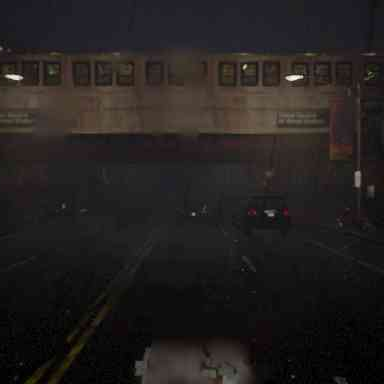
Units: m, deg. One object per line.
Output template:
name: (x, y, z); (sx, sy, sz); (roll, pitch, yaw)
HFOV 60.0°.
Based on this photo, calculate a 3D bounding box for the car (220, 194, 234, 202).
car: (6.543, 1.101, 63.298); (2.097, 1.535, 5.008); (0, 0, 0)

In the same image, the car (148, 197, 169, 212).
car: (-3.542, 1.279, 35.394); (2.128, 1.511, 4.902); (0, 0, 1)

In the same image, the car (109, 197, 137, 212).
car: (-7.043, 1.315, 35.071); (1.812, 1.442, 4.674); (0, 0, 1)

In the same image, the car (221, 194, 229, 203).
car: (6.679, 1.014, 56.872); (2.185, 1.767, 4.553); (0, 0, 0)

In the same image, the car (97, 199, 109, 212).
car: (-10.095, 1.385, 34.877); (1.895, 1.301, 4.718); (0, 0, 0)

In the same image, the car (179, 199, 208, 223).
car: (0.099, 1.421, 23.808); (1.994, 1.385, 4.181); (0, 0, 0)

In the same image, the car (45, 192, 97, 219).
car: (-10.053, 1.063, 27.479); (2.435, 2.045, 5.566); (0, 0, 0)

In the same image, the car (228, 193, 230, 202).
car: (6.640, 1.205, 46.098); (2.231, 1.521, 4.892); (0, 0, 10)

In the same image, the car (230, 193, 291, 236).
car: (3.598, 1.115, 17.806); (2.150, 2.045, 5.566); (0, 0, 0)
